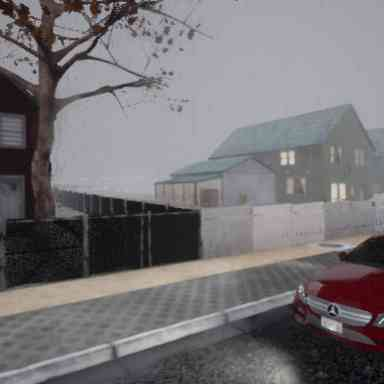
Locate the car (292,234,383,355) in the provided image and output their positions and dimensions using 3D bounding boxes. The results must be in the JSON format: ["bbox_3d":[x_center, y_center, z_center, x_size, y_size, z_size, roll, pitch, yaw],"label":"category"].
[{"bbox_3d":[3.741,1.477,5.741,4.674,1.442,1.812,-1,0,-35],"label":"car"}]
